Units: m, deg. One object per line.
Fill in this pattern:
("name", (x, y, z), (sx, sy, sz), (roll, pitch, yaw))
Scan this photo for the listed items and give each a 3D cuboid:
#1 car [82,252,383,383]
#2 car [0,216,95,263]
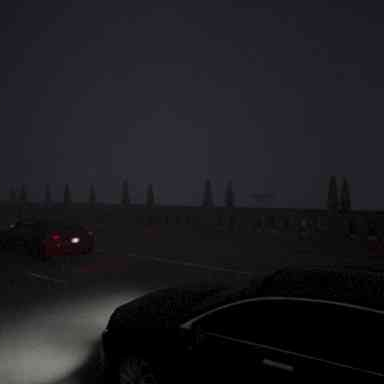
("car", (1.181, 1.506, 3.165), (4.892, 1.490, 1.837), (0, 0, 35))
("car", (-5.509, 1.581, 12.226), (4.181, 1.385, 1.994), (0, 0, 35))
